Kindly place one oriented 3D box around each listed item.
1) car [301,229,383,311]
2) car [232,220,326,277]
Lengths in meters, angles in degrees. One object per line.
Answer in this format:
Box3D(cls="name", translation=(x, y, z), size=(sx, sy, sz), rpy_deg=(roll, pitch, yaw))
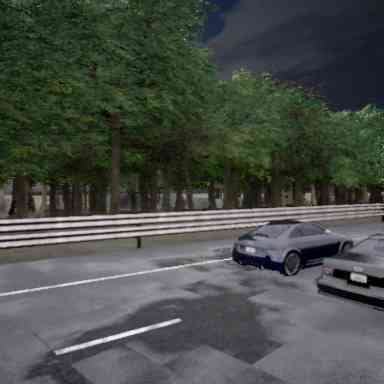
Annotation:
Box3D(cls="car", translation=(4.964, 1.551, 7.293), size=(5.357, 1.411, 2.033), rpy_deg=(0, 0, -36))
Box3D(cls="car", translation=(3.249, 1.574, 10.370), size=(4.181, 1.385, 1.994), rpy_deg=(0, 0, -36))
